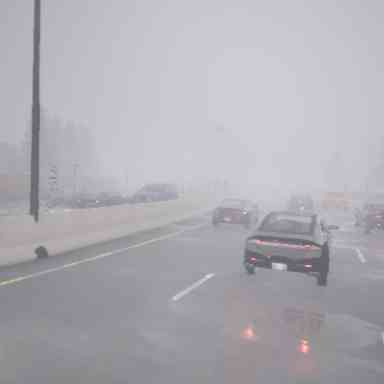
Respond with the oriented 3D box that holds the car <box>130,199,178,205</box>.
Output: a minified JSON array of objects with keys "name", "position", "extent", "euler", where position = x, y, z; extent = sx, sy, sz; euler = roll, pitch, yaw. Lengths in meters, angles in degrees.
[{"name":"car","position":[-2.644,0.360,25.250],"extent":[2.150,2.045,5.566],"euler":[2,2,15]}]

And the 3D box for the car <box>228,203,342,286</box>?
[{"name":"car","position":[2.804,1.281,9.039],"extent":[2.128,1.511,4.902],"euler":[3,2,24]}]

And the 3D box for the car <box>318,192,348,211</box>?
[{"name":"car","position":[13.405,0.749,32.017],"extent":[2.097,1.767,4.553],"euler":[2,2,10]}]

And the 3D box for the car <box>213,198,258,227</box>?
[{"name":"car","position":[2.437,1.041,17.728],"extent":[1.812,1.442,4.674],"euler":[2,2,19]}]

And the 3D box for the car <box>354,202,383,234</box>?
[{"name":"car","position":[9.538,1.252,16.870],"extent":[1.837,1.490,4.892],"euler":[2,2,19]}]

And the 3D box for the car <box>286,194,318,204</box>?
[{"name":"car","position":[8.840,0.914,27.296],"extent":[1.837,1.490,4.892],"euler":[2,2,13]}]

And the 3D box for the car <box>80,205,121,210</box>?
[{"name":"car","position":[-6.472,0.646,24.679],"extent":[1.895,1.301,4.718],"euler":[2,2,17]}]
